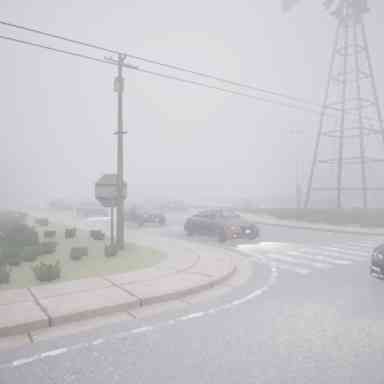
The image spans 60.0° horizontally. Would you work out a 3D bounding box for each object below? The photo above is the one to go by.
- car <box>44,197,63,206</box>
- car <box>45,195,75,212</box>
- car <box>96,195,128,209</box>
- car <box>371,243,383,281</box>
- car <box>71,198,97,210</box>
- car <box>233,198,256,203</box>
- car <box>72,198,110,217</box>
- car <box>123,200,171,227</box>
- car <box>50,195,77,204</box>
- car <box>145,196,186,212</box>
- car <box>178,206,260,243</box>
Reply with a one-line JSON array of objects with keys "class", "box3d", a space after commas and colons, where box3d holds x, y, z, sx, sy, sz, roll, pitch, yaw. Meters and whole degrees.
[{"class": "car", "box3d": [-23.531, 1.571, 56.377, 1.994, 1.385, 4.181, 0, 0, -37]}, {"class": "car", "box3d": [-15.561, 1.483, 39.447, 1.882, 1.535, 5.008, 0, 0, -36]}, {"class": "car", "box3d": [-11.077, 1.323, 46.249, 3.866, 1.878, 1.905, 0, 0, -36]}, {"class": "car", "box3d": [6.547, 1.498, 8.669, 4.902, 1.511, 2.128, 0, 0, -36]}, {"class": "car", "box3d": [-14.230, 1.572, 43.823, 1.994, 1.385, 4.181, 0, 0, -37]}, {"class": "car", "box3d": [7.022, 1.539, 44.268, 3.905, 1.438, 1.784, 0, 0, -36]}, {"class": "car", "box3d": [-9.372, 1.570, 31.077, 1.994, 1.385, 4.181, 0, 0, -36]}, {"class": "car", "box3d": [-3.648, 1.532, 23.354, 1.812, 1.442, 4.674, 0, 0, -36]}, {"class": "car", "box3d": [-25.375, 1.490, 65.780, 4.611, 1.667, 2.242, 0, 0, -36]}, {"class": "car", "box3d": [-2.654, 1.517, 35.705, 4.193, 1.474, 1.816, 0, 0, -36]}, {"class": "car", "box3d": [1.370, 1.570, 16.364, 1.994, 1.385, 4.181, 0, 0, -34]}]
